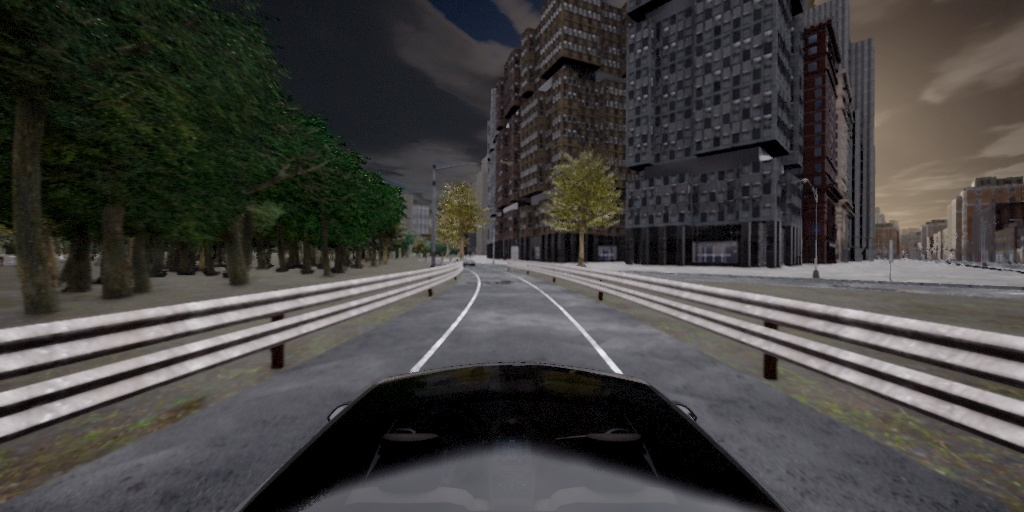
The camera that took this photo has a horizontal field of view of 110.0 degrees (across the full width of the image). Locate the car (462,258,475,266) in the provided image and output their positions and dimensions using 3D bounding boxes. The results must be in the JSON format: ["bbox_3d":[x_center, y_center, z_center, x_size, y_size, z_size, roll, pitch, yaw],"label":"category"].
[{"bbox_3d":[-7.487,1.028,60.394,1.994,1.385,4.181,0,0,-19],"label":"car"}]
